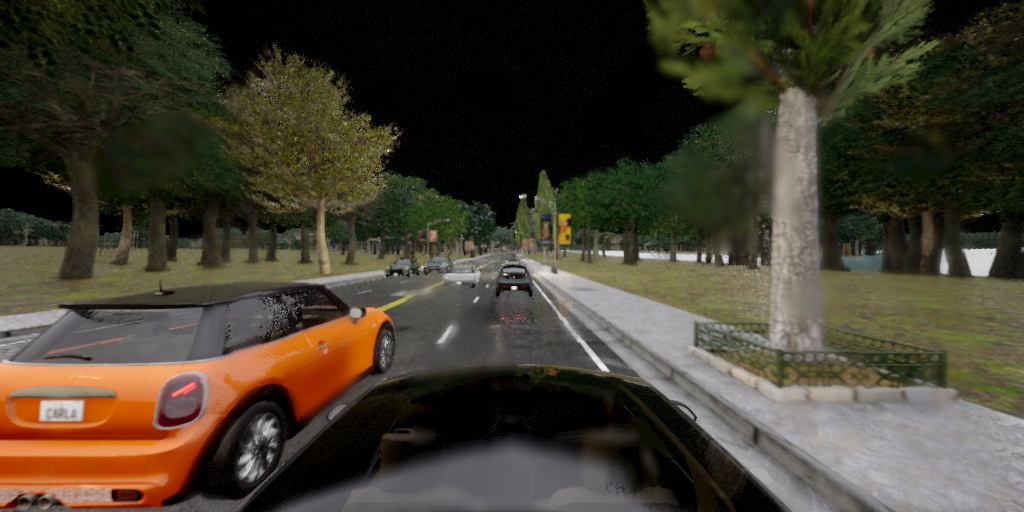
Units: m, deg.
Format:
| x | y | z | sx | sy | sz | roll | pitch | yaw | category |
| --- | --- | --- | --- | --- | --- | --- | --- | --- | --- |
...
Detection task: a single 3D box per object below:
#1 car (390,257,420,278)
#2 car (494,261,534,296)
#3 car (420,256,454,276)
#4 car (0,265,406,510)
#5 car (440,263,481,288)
| x | y | z | sx | sy | sz | roll | pitch | yaw | category |
| --- | --- | --- | --- | --- | --- | --- | --- | --- | --- |
| -9.742 | 0.959 | 32.329 | 2.097 | 1.767 | 4.553 | 0 | 0 | 0 | car |
| 0.105 | 1.237 | 19.221 | 1.837 | 1.490 | 4.892 | 0 | 0 | 0 | car |
| -6.493 | 0.758 | 32.330 | 2.097 | 1.767 | 4.553 | 0 | 0 | 0 | car |
| -3.149 | 1.101 | 4.635 | 2.097 | 1.767 | 4.553 | 0 | 0 | 0 | car |
| -3.144 | 1.320 | 23.560 | 1.895 | 1.301 | 4.718 | 0 | 0 | 0 | car |
